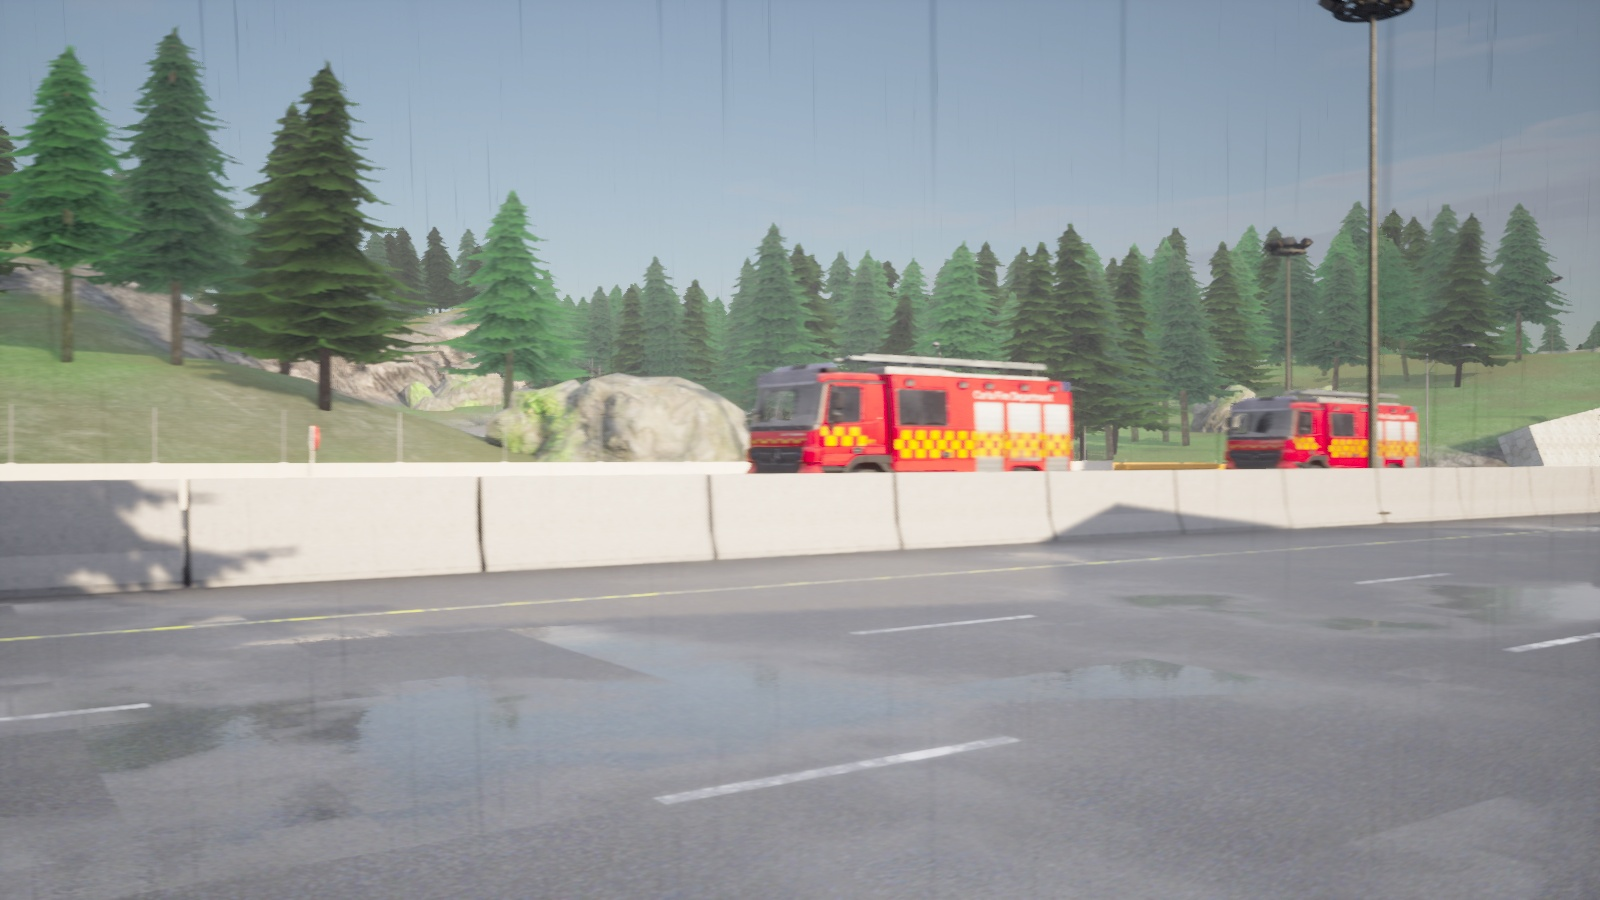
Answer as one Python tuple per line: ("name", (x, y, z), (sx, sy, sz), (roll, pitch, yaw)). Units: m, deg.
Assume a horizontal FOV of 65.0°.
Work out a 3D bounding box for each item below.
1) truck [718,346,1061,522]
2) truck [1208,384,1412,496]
("truck", (2.367, -0.346, 30.897), (8.468, 3.827, 2.891), (0, 0, -35))
("truck", (19.103, -0.338, 46.809), (8.468, 3.827, 2.891), (0, 0, -35))
